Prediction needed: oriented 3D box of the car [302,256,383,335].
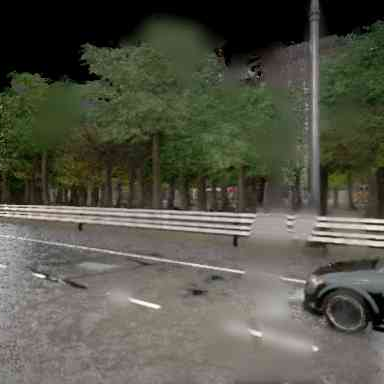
[{"bbox_3d":[3.997,1.566,5.318,4.181,1.385,1.994,0,0,36],"label":"car"}]
